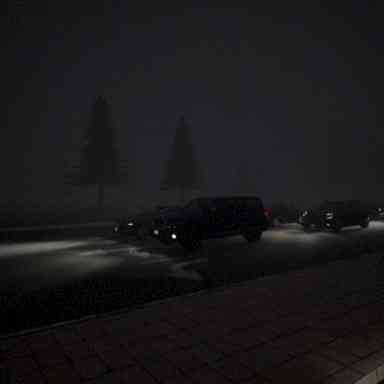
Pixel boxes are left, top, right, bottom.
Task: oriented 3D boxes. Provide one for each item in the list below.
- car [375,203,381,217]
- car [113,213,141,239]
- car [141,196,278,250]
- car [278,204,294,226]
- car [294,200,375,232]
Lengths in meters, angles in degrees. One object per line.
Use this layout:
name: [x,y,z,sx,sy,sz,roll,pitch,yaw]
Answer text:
car: [14.005,1.408,28.080,4.902,1.511,2.128,0,0,-35]
car: [-1.552,1.466,16.999,4.902,1.511,2.128,0,0,-35]
car: [0.897,1.194,14.456,5.566,2.045,2.150,0,0,-34]
car: [5.708,1.511,22.184,4.181,1.385,1.994,0,0,-36]
car: [8.610,1.296,19.948,4.553,1.767,2.097,0,0,-35]
